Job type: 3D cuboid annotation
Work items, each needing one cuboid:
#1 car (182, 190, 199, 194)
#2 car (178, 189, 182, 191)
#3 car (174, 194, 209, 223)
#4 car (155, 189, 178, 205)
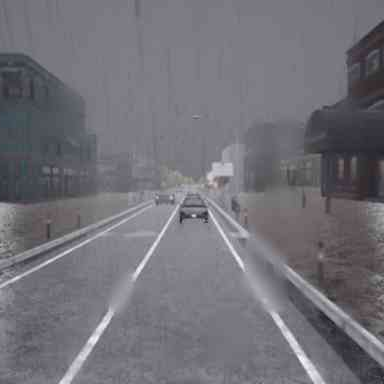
[{"bbox_3d":[0.128,0.680,40.761,2.128,1.511,4.902,0,1,0],"label":"car"},{"bbox_3d":[-2.946,-0.156,79.558,1.882,1.535,5.008,0,1,0],"label":"car"},{"bbox_3d":[0.114,1.152,22.448,2.128,1.511,4.902,0,2,0],"label":"car"},{"bbox_3d":[-3.062,0.589,38.726,2.097,1.767,4.553,0,1,0],"label":"car"}]
